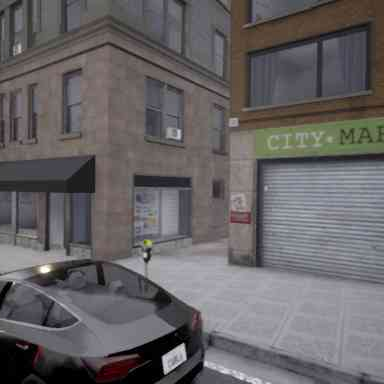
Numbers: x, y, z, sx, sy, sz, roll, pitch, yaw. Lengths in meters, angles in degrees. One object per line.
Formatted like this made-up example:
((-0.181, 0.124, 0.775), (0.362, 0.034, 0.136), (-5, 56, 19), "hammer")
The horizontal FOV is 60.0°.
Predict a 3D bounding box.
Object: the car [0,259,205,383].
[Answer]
((-1.853, 1.565, 4.262), (4.313, 1.339, 1.947), (0, 1, 35), "car")
